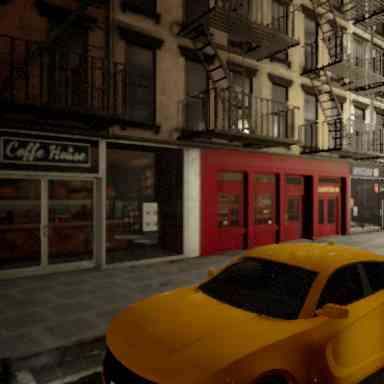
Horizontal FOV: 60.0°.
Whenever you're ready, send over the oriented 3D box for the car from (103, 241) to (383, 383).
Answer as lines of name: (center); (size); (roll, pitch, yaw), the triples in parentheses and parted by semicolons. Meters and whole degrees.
car: (1.371, 1.479, 4.356); (5.008, 1.535, 1.882); (0, 0, -35)
